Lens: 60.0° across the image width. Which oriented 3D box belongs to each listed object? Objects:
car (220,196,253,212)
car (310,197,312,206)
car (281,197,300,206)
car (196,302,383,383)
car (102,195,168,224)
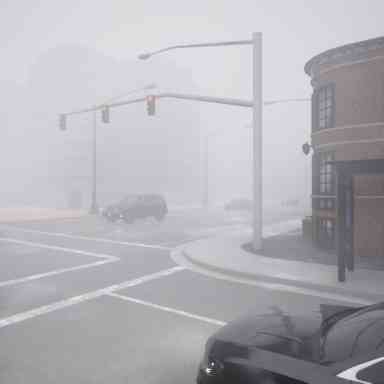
[{"bbox_3d":[5.582,1.505,39.124,1.837,1.490,4.892,0,0,35],"label":"car"},{"bbox_3d":[21.216,1.221,54.818,2.150,2.045,5.566,0,0,35],"label":"car"},{"bbox_3d":[15.788,1.504,53.380,2.128,1.511,4.902,0,0,35],"label":"car"},{"bbox_3d":[2.294,1.505,2.329,4.892,1.490,1.837,0,0,35],"label":"car"},{"bbox_3d":[-4.157,1.222,25.373,2.150,2.045,5.566,0,0,35],"label":"car"}]
